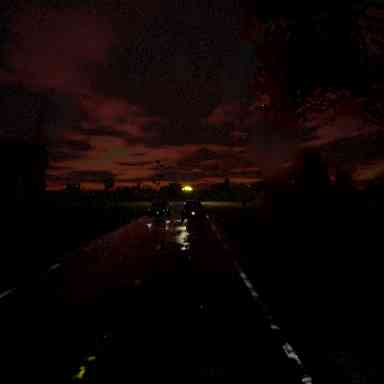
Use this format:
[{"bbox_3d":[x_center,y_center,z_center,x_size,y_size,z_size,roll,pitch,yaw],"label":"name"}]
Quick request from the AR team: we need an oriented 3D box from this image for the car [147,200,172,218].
[{"bbox_3d":[-2.845,1.503,29.952,1.837,1.490,4.892,0,0,0],"label":"car"}]

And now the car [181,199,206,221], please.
[{"bbox_3d":[0.102,1.562,26.908,1.994,1.385,4.181,0,0,0],"label":"car"}]
